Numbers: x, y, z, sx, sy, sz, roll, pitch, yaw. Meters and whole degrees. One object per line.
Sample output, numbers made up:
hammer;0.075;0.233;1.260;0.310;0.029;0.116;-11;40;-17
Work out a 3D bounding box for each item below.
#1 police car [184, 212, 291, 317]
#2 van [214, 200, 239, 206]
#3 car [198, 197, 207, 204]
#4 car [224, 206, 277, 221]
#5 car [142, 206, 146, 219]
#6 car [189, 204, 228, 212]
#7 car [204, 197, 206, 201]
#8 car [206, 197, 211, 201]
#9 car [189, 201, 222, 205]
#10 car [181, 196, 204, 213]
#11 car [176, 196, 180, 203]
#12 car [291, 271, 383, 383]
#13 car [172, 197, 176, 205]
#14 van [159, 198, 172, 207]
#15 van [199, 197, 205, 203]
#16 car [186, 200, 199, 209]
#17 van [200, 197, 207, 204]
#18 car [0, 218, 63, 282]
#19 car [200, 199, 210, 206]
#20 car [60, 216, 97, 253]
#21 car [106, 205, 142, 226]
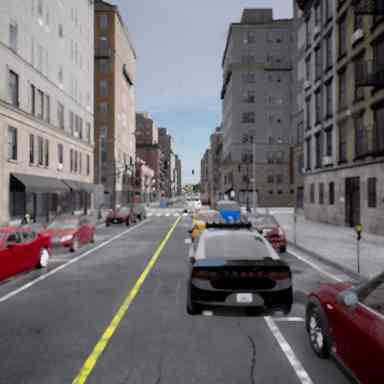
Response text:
police car;0.842;1.507;7.890;1.930;1.638;5.238;0;-1;0
van;2.695;1.599;25.450;1.690;1.788;3.998;0;-1;0
car;2.892;2.208;89.955;2.192;1.841;5.009;0;-1;0
car;2.669;1.587;14.428;1.967;1.590;4.097;0;-1;0
car;-5.317;1.881;30.977;1.947;1.339;4.313;0;-1;0
car;0.866;1.639;17.970;1.801;1.575;5.366;0;-1;0
car;2.862;1.996;68.330;2.192;1.841;5.009;0;-1;0
car;2.708;1.628;30.961;2.192;1.841;5.009;0;-1;0
car;0.880;1.699;23.970;1.801;1.575;5.366;0;-1;0
car;0.103;1.654;43.454;2.150;2.045;5.566;0;0;0
car;-5.180;2.472;95.207;1.752;1.417;4.829;0;-1;0
car;2.644;1.475;3.406;1.967;1.590;4.097;0;-1;0
car;-5.235;2.303;73.751;1.947;1.339;4.313;0;-1;0
van;-5.263;1.972;62.942;1.690;1.788;3.998;0;-1;0
van;2.900;2.287;95.360;1.690;1.788;3.998;0;-1;0
car;0.131;2.115;56.630;2.033;1.411;5.357;0;-1;0
van;2.885;2.181;84.548;1.690;1.788;3.998;0;-1;0
car;-5.368;1.638;8.934;1.887;1.381;4.507;0;-1;0
car;2.870;2.285;73.734;2.008;1.369;4.403;0;-1;0
car;-5.356;1.732;14.445;1.802;1.307;4.206;0;-1;0
car;-5.330;1.805;25.467;1.887;1.381;4.507;0;-1;0
